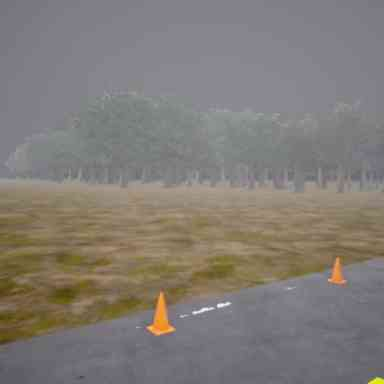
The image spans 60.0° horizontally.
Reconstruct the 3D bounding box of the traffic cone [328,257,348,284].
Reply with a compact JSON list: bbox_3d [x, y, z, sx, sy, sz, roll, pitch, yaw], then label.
[{"bbox_3d":[3.591,1.908,8.196,0.340,0.580,0.340,0,1,-35],"label":"traffic cone"}]

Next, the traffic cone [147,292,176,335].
[{"bbox_3d":[-0.484,1.896,5.300,0.340,0.580,0.340,0,1,-35],"label":"traffic cone"}]
